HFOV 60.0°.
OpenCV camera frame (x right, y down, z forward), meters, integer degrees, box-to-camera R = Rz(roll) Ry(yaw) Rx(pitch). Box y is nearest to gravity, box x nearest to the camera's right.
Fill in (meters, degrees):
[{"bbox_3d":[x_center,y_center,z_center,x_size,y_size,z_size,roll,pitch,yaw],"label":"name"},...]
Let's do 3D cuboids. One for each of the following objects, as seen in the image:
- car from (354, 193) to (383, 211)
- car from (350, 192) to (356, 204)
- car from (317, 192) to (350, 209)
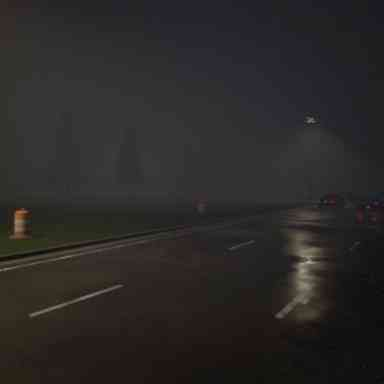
[{"bbox_3d":[16.986,1.029,31.510,1.895,1.301,4.718,1,1,35],"label":"car"},{"bbox_3d":[20.117,0.724,42.433,1.837,1.490,4.892,1,2,34],"label":"car"},{"bbox_3d":[14.018,0.921,33.367,2.033,1.411,5.357,1,1,35],"label":"car"}]
